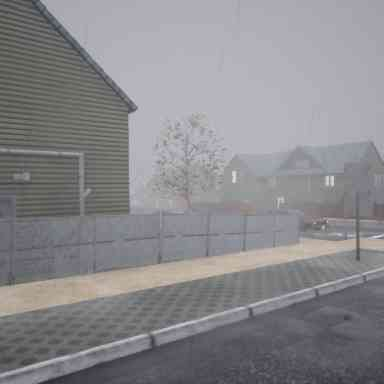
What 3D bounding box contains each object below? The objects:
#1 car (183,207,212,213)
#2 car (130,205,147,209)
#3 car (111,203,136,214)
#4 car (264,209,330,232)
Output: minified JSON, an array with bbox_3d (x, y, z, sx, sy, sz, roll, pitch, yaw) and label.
[{"bbox_3d":[0.751,2.132,30.917,1.994,1.385,4.181,-1,-1,-36],"label":"car"},{"bbox_3d":[-6.518,2.427,41.047,1.994,1.385,4.181,-1,-1,-36],"label":"car"},{"bbox_3d":[-10.765,2.567,51.997,1.882,1.535,5.008,-1,-1,-36],"label":"car"},{"bbox_3d":[6.585,1.878,22.792,2.033,1.411,5.357,-1,-1,-36],"label":"car"}]
